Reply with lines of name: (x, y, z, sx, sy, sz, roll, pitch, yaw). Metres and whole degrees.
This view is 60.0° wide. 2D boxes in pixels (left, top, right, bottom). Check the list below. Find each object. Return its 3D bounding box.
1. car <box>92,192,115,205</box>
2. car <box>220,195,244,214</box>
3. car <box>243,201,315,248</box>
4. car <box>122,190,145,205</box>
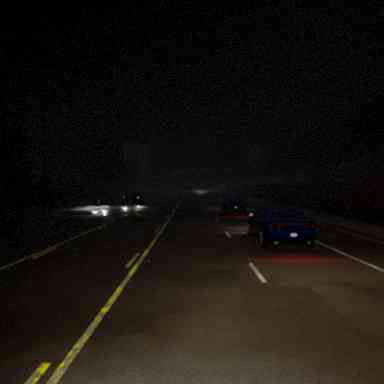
car: (-10.579, 0.765, 40.160, 2.128, 1.511, 4.902, 0, 1, 0)
car: (3.589, 1.025, 29.568, 1.882, 1.535, 5.008, 0, 1, 0)
car: (3.581, 1.342, 14.130, 1.882, 1.535, 5.008, 0, 0, 0)
car: (-7.079, 0.619, 40.369, 2.097, 1.767, 4.553, 0, 2, 0)
